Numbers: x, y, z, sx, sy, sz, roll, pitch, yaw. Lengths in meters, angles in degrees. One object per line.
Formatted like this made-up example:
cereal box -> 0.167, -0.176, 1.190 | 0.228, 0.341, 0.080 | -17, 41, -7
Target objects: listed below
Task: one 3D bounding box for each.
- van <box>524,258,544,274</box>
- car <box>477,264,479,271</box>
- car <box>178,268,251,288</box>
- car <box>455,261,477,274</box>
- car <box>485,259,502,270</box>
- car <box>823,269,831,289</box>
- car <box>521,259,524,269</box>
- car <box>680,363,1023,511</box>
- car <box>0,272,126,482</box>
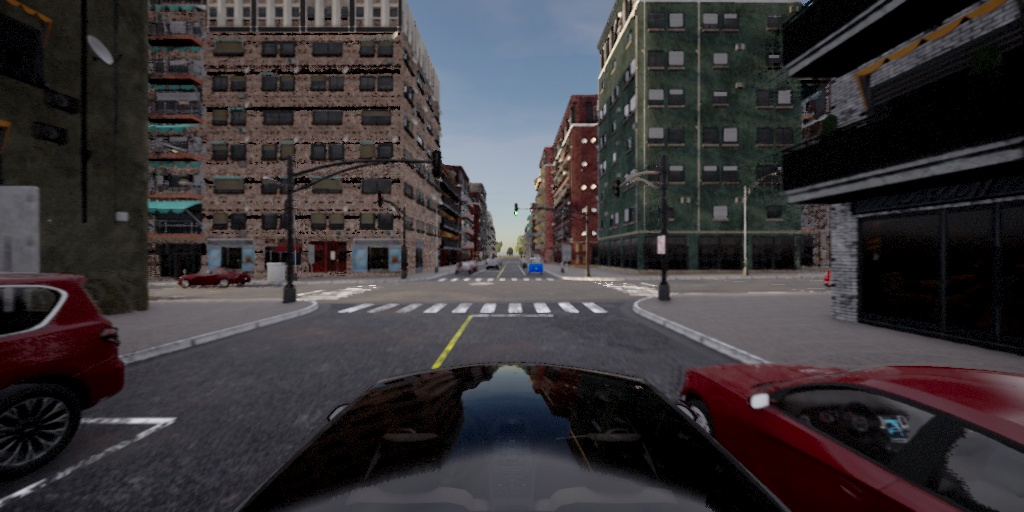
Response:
van -> 2.584, 1.100, 39.950 | 1.690, 1.789, 3.998 | 0, 0, 0
car -> -5.261, 1.305, 45.704 | 1.888, 1.381, 4.507 | 0, 0, 0
car -> -21.593, 1.536, 26.107 | 4.507, 1.381, 1.888 | 0, 0, 0
car -> -5.263, 1.341, 40.115 | 1.802, 1.307, 4.207 | 0, 0, 0
car -> -2.726, 1.290, 51.137 | 1.837, 1.490, 4.892 | 0, 0, 0
car -> 18.720, 0.972, 18.506 | 4.097, 1.591, 1.967 | 0, 0, -1
car -> 2.592, 1.325, 56.752 | 1.948, 1.339, 4.313 | 0, 0, 0
car -> 2.566, 1.295, 1.907 | 1.888, 1.381, 4.507 | 0, 0, 0
car -> -5.315, 1.065, 1.911 | 2.192, 1.841, 5.009 | 0, 0, 0
